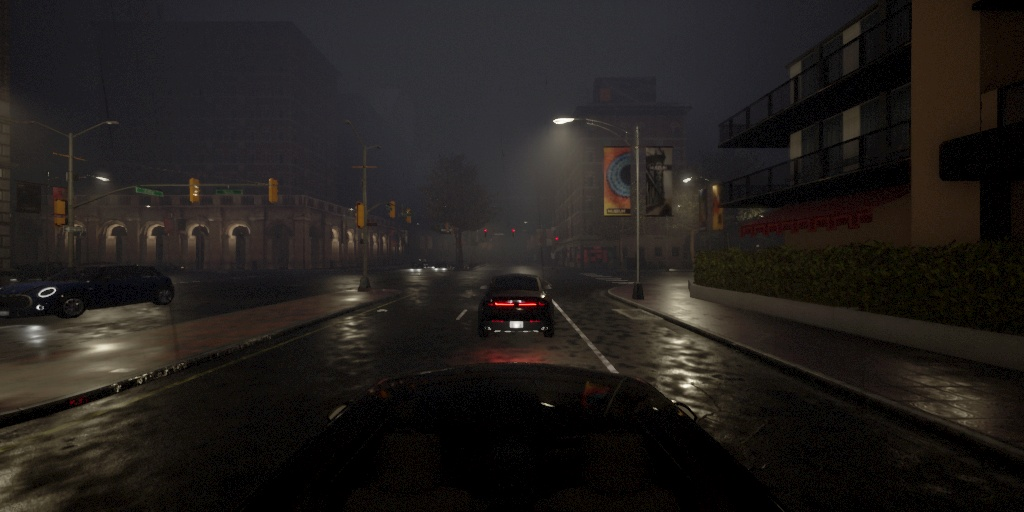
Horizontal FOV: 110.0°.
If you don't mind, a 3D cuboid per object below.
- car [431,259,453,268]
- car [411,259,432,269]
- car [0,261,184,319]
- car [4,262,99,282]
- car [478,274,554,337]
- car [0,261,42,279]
[{"bbox_3d":[-11.352,1.314,58.682,1.994,1.385,4.181,0,0,0],"label":"car"},{"bbox_3d":[-14.857,1.241,57.911,2.128,1.511,4.902,0,0,0],"label":"car"},{"bbox_3d":[-14.960,1.102,12.811,2.097,1.767,4.553,0,0,0],"label":"car"},{"bbox_3d":[-36.930,1.241,28.836,4.902,1.511,2.128,0,0,0],"label":"car"},{"bbox_3d":[0.109,1.255,10.285,1.837,1.490,4.892,0,0,0],"label":"car"},{"bbox_3d":[-46.128,1.228,32.356,5.008,1.535,1.882,0,0,0],"label":"car"}]
